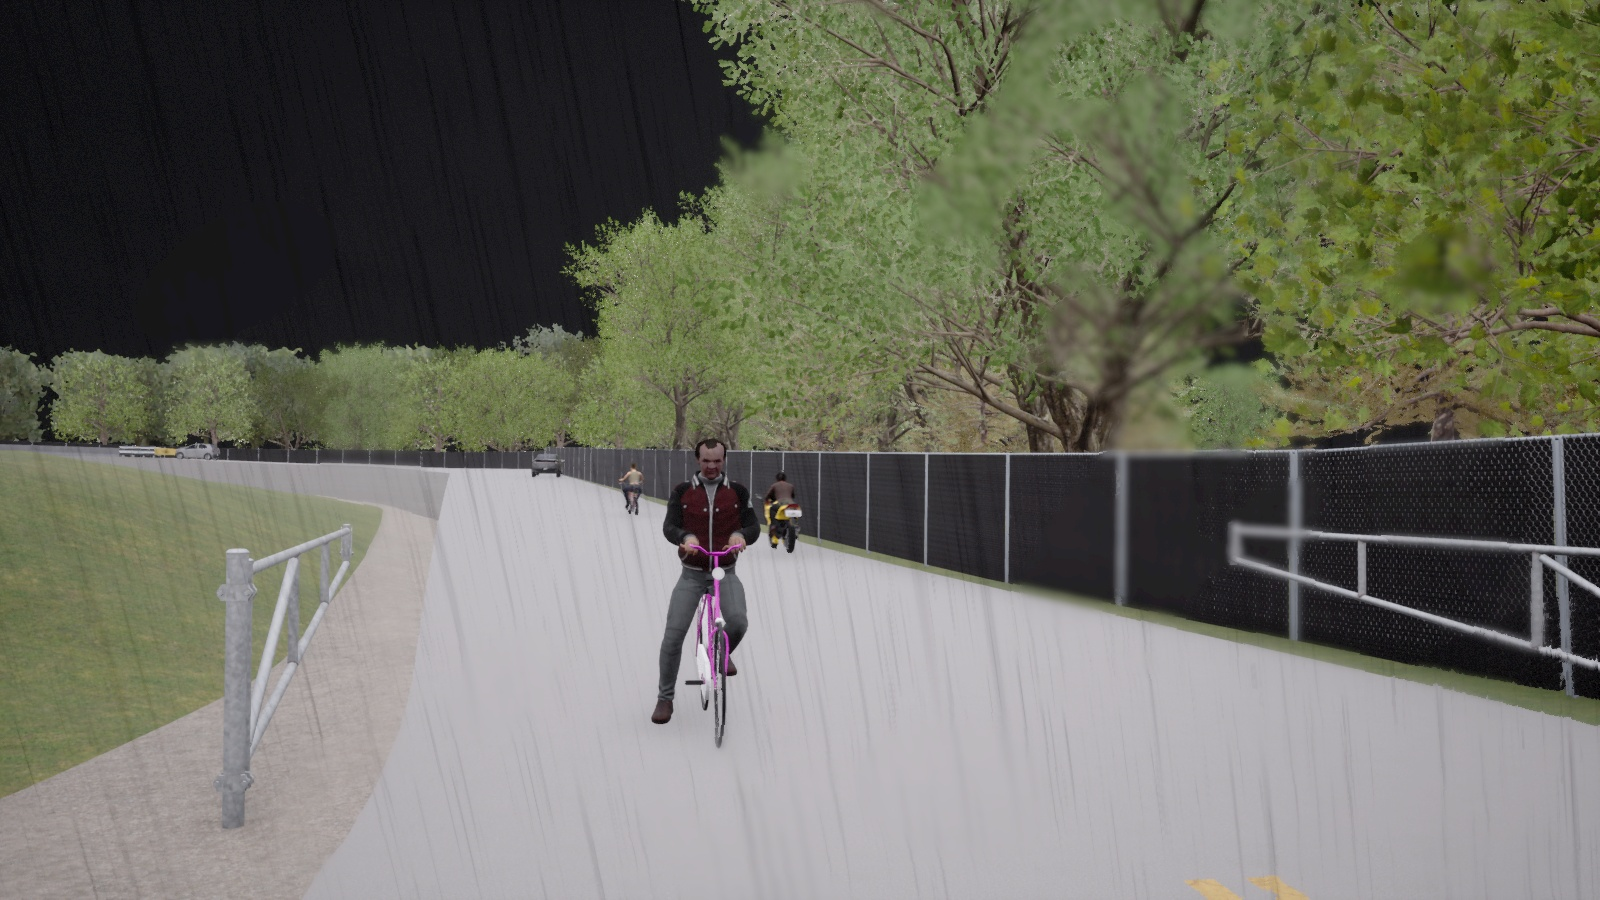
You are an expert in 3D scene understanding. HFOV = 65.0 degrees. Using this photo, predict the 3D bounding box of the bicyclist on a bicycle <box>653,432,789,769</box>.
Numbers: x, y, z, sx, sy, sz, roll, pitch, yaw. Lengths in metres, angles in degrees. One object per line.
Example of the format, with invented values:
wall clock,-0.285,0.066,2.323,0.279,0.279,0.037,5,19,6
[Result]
bicyclist on a bicycle,-0.524,0.813,7.594,0.659,1.776,1.843,0,-1,-9

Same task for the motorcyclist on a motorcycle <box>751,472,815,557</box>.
motorcyclist on a motorcycle,-0.345,1.187,23.859,0.797,1.523,2.044,0,-1,-13

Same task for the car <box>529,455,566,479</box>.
car,-16.482,1.083,82.169,2.128,1.511,4.902,0,0,-8

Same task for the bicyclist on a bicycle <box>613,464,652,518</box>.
bicyclist on a bicycle,-5.164,1.241,38.684,0.866,1.612,1.509,0,0,-20
